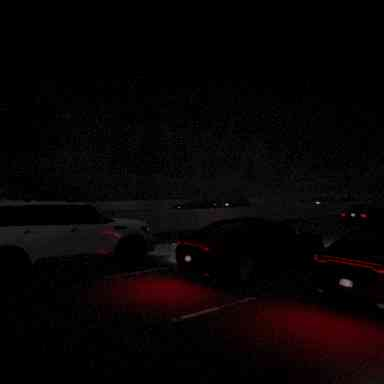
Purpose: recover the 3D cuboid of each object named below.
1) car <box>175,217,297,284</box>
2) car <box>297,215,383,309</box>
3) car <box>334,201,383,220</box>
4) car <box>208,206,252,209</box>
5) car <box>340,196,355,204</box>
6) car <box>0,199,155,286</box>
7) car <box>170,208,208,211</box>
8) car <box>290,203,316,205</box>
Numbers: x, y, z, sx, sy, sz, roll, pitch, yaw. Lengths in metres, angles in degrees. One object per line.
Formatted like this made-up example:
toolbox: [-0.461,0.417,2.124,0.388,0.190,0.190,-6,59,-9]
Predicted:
car: [1.867,1.472,9.677,5.008,1.535,1.882,0,0,-37]
car: [4.711,1.463,7.449,5.008,1.535,1.882,0,0,-38]
car: [12.093,1.509,22.800,5.357,1.411,2.033,0,0,-42]
car: [4.232,1.338,34.900,4.553,1.767,2.097,0,0,-43]
car: [30.208,1.497,64.500,1.895,1.301,4.718,0,0,36]
car: [-3.827,1.234,9.719,5.566,2.045,2.150,0,0,-36]
car: [-0.155,1.602,35.534,4.718,1.301,1.895,0,0,-42]
car: [12.577,1.561,38.051,1.895,1.301,4.718,0,0,45]
